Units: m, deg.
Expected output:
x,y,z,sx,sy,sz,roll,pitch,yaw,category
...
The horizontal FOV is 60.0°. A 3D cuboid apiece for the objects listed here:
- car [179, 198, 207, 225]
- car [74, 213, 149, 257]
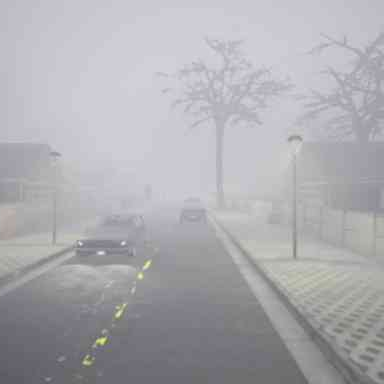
x,y,z,sx,sy,sz,roll,pitch,yaw,category
0.098,1.469,24.241,1.882,1.535,5.008,0,0,0,car
-2.851,1.542,13.131,2.033,1.411,5.357,0,0,1,car
